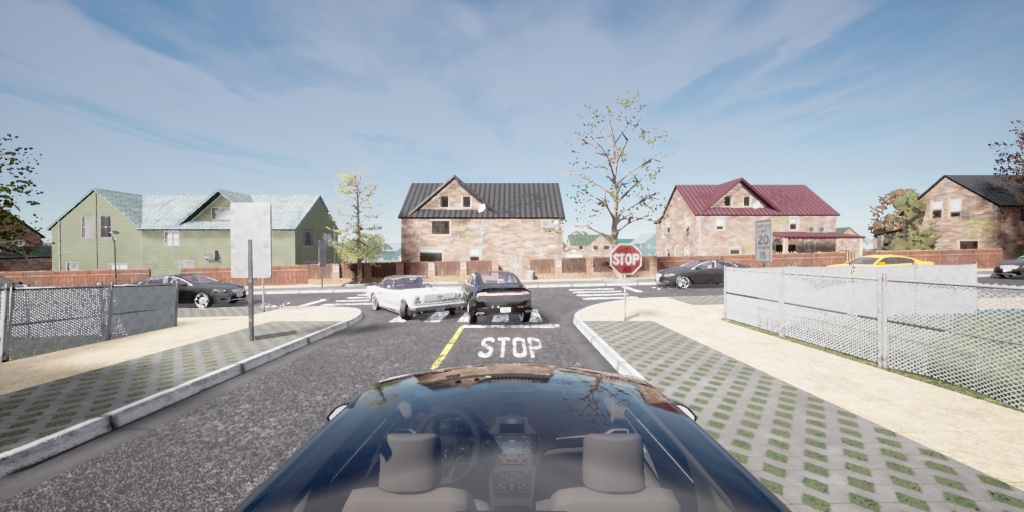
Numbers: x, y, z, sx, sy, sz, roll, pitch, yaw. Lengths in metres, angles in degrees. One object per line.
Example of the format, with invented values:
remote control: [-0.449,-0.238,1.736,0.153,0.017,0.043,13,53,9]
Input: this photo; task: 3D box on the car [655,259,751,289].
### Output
car: [10.335,0.926,19.426,4.902,1.511,2.128,-1,1,0]

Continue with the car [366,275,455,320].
car: [-3.600,1.368,12.880,1.895,1.301,4.718,0,0,-38]

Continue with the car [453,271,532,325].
car: [-0.683,1.242,12.020,2.128,1.511,4.902,0,0,-12]

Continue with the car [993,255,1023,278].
car: [29.390,0.478,19.494,4.902,1.511,2.128,-1,1,0]

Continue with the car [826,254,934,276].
car: [19.765,0.690,19.460,5.008,1.535,1.882,-1,1,-1]

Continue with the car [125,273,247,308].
car: [-14.899,1.566,16.378,4.902,1.511,2.128,-1,1,0]

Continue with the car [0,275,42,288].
car: [-24.236,1.648,16.340,4.553,1.767,2.097,-1,1,0]
